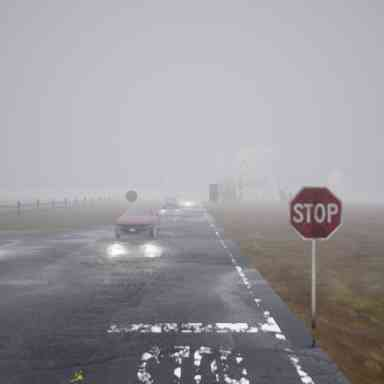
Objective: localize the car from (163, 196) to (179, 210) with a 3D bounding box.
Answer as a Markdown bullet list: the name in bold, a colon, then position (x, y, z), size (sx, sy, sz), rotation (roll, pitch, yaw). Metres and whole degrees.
- **car**: position (-2.762, 1.361, 43.790), size (2.097, 1.767, 4.553), rotation (0, 0, 0)

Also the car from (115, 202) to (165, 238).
- **car**: position (-2.753, 1.482, 17.856), size (1.882, 1.535, 5.008), rotation (0, 0, 0)
